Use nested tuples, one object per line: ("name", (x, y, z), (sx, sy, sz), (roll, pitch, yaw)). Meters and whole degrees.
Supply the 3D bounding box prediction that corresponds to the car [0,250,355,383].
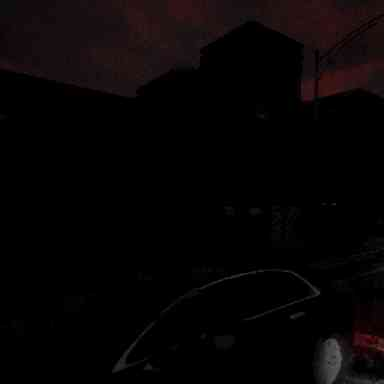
("car", (-0.166, 1.492, 3.567), (4.892, 1.490, 1.837), (-1, 0, -35))
